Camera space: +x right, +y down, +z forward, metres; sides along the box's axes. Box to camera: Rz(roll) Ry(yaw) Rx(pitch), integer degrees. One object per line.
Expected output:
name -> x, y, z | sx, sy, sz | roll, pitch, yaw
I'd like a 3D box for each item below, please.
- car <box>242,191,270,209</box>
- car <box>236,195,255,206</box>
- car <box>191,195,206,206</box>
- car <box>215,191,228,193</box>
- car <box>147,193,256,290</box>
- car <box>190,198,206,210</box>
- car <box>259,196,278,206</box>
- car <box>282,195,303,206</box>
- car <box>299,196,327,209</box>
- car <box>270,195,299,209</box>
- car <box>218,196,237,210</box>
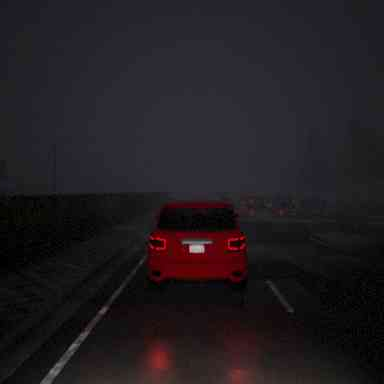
car -> 7.765, 1.142, 40.752 | 2.097, 1.767, 4.553 | 0, 0, 1
car -> 7.944, 1.235, 49.951 | 2.128, 1.511, 4.902 | 0, 0, 1
car -> 0.946, 1.234, 50.087 | 2.128, 1.511, 4.902 | 0, 0, 1
car -> 4.446, 0.964, 50.048 | 2.150, 2.045, 5.566 | 0, 0, 1
car -> 0.147, 1.174, 9.091 | 2.150, 2.045, 5.566 | 0, 0, 1
car -> 0.768, 1.390, 40.950 | 1.895, 1.301, 4.718 | 0, 0, 1
car -> 11.444, 1.307, 49.883 | 1.994, 1.385, 4.181 | 0, 0, 1
car -> 14.943, 1.248, 49.815 | 1.837, 1.490, 4.892 | 0, 0, 1
car -> 14.764, 1.268, 40.647 | 1.882, 1.535, 5.008 | 0, 0, 1
car -> 11.280, 1.138, 41.484 | 2.097, 1.767, 4.553 | 0, 0, 1
car -> 4.258, 1.270, 40.434 | 1.882, 1.535, 5.008 | 0, 0, 1
